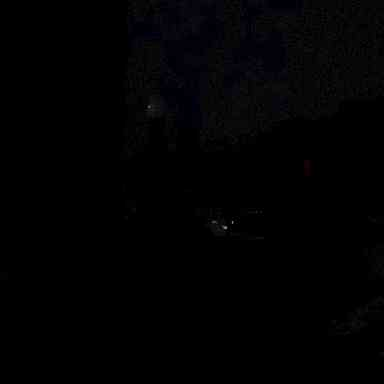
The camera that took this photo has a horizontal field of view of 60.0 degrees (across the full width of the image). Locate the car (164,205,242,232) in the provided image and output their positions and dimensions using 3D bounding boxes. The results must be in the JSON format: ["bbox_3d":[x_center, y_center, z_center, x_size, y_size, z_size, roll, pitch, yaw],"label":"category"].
[{"bbox_3d":[0.316,1.609,20.774,2.033,1.411,5.357,2,-1,-36],"label":"car"}]

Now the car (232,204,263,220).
[{"bbox_3d":[4.341,1.901,32.131,2.033,1.411,5.357,2,-1,-36],"label":"car"}]

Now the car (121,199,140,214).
[{"bbox_3d":[-7.497,1.576,37.052,1.837,1.490,4.892,2,-1,-36],"label":"car"}]

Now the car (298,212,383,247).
[{"bbox_3d":[7.811,1.688,16.001,2.033,1.411,5.357,2,-2,-36],"label":"car"}]
